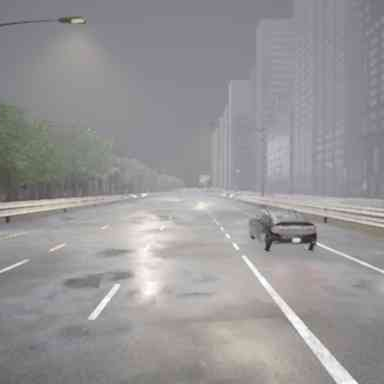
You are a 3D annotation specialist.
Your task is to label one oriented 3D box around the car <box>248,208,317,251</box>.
[{"bbox_3d":[3.524,1.409,13.666,2.128,1.511,4.902,0,0,0],"label":"car"}]
